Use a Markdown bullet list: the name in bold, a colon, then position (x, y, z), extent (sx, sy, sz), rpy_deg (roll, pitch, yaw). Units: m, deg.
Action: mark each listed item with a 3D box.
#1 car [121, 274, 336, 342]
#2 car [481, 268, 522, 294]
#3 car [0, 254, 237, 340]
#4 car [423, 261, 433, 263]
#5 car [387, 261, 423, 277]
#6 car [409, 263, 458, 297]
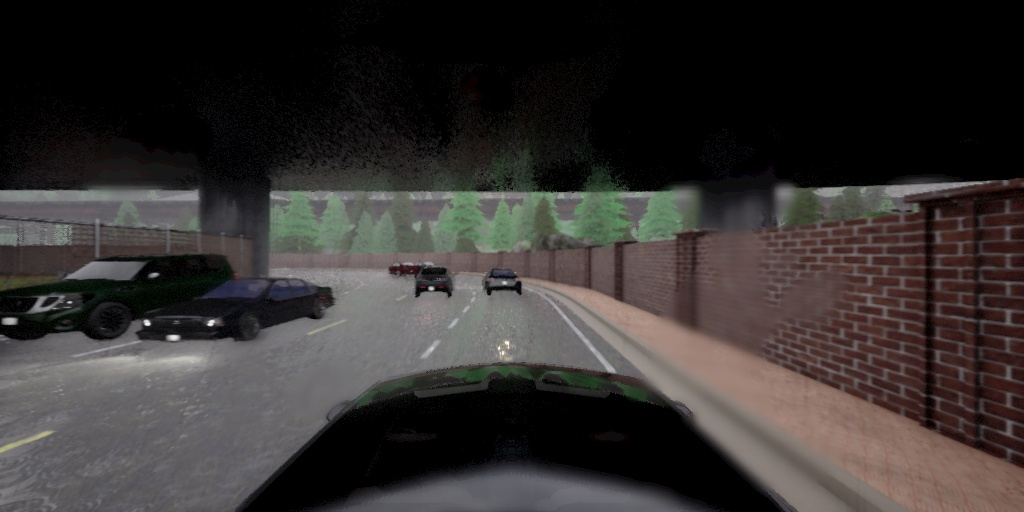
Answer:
- **car**: position (-7.002, 1.315, 10.079), extent (2.033, 1.411, 5.357), rpy_deg (0, 0, 0)
- **car**: position (-0.651, 1.364, 20.563), extent (1.994, 1.385, 4.181), rpy_deg (0, 0, -8)
- **car**: position (-10.642, 0.980, 10.336), extent (2.150, 2.045, 5.566), rpy_deg (0, 1, -1)
- **car**: position (-10.171, 1.326, 41.132), extent (1.882, 1.535, 5.008), rpy_deg (1, 0, -40)
- **car**: position (-11.322, 1.315, 37.124), extent (1.882, 1.535, 5.008), rpy_deg (1, 0, -37)
- **car**: position (-4.060, 1.301, 19.410), extent (1.837, 1.490, 4.892), rpy_deg (0, 0, -6)
